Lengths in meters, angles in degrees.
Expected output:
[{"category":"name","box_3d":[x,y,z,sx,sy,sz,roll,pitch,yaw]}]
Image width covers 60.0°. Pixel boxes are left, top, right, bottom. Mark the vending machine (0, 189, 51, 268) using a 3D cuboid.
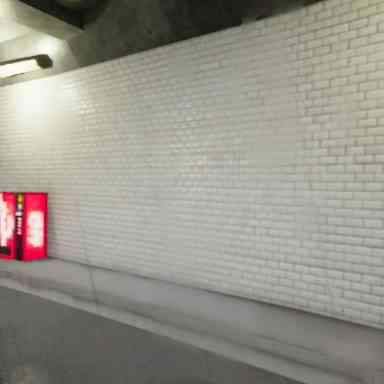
[{"category":"vending machine","box_3d":[-4.881,0.983,9.668,0.880,2.100,1.100,1,1,30]}]
